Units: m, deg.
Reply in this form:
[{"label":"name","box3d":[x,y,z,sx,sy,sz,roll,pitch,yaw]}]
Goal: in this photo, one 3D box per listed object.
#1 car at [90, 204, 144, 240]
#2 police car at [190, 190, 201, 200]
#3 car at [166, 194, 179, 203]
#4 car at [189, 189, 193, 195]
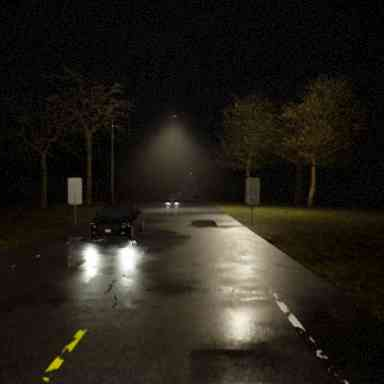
[{"label":"car","box3d":[-3.596,1.382,16.715,1.882,1.535,5.008,0,0,0]},{"label":"police car","box3d":[1.066,0.922,78.871,1.930,1.638,5.238,0,1,0]},{"label":"car","box3d":[-3.522,1.186,60.563,1.812,1.442,4.674,0,0,1]},{"label":"car","box3d":[1.069,0.574,88.784,2.150,2.045,5.566,0,1,0]}]
